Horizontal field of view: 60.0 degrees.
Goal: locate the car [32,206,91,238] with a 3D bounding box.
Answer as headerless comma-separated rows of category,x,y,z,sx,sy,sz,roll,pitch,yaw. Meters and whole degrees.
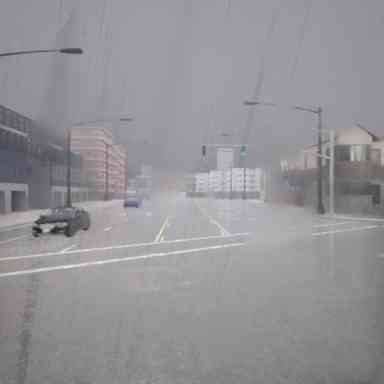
car,-6.886,1.546,18.018,2.128,1.511,4.902,0,0,-2

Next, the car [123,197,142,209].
car,-7.620,1.359,43.006,1.882,1.535,5.008,0,1,-2

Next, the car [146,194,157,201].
car,-8.375,1.067,68.715,2.128,1.511,4.902,0,0,-2
